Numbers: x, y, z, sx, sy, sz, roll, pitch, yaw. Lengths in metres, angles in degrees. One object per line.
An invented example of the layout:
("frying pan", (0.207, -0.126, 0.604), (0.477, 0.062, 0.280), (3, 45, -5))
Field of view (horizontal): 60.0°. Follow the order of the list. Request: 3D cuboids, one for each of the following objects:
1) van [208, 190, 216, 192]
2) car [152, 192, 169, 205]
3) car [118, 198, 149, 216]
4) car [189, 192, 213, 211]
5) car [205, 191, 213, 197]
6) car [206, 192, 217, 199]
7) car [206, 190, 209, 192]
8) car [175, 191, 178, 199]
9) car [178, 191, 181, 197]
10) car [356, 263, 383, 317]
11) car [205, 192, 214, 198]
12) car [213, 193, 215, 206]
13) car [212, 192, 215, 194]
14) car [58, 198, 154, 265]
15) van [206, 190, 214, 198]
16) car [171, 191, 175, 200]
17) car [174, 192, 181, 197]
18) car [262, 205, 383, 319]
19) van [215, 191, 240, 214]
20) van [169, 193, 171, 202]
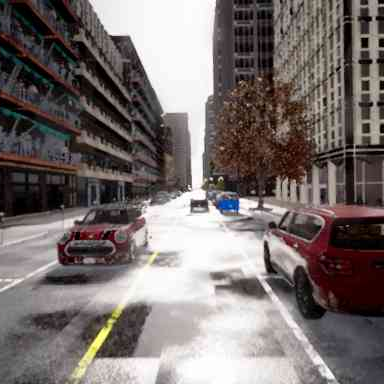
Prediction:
("van", (3.574, 0.734, 46.607), (1.690, 1.788, 3.998), (-1, 1, 1))
("car", (-4.799, 1.107, 46.766), (1.947, 1.339, 4.313), (-1, 1, 1))
("car", (-5.116, 1.301, 29.781), (1.947, 1.339, 4.313), (-1, 1, 1))
("car", (0.754, 1.070, 34.313), (2.128, 1.511, 4.902), (-1, 1, 1))
("car", (4.316, 0.570, 86.245), (2.008, 1.369, 4.403), (-1, 0, 1))
("car", (3.998, 0.722, 69.256), (2.008, 1.369, 4.403), (-1, 0, 1))
("car", (3.788, 0.858, 57.932), (1.802, 1.307, 4.206), (-1, 1, 1))
("car", (-4.383, 0.847, 69.243), (1.752, 1.417, 4.829), (-1, 1, 1))
("car", (-4.273, 0.820, 75.077), (2.008, 1.369, 4.403), (-1, 0, 1))
("car", (2.736, 1.483, 1.315), (2.008, 1.369, 4.403), (-1, 1, 1))
("car", (4.210, 0.614, 80.582), (1.887, 1.381, 4.507), (-1, 0, 1))
("car", (3.368, 1.103, 35.287), (1.802, 1.307, 4.206), (-1, 1, 1))
("car", (3.473, 1.038, 40.947), (1.802, 1.307, 4.206), (-1, 1, 1))
("car", (-2.776, 1.258, 11.330), (2.097, 1.767, 4.553), (-1, 1, 1))
("van", (4.101, 0.461, 74.917), (1.690, 1.788, 3.998), (-1, 0, 1))
("car", (-4.590, 0.976, 58.090), (2.008, 1.369, 4.403), (-1, 1, 1))
("car", (-3.960, 0.644, 91.895), (1.752, 1.417, 4.829), (-1, 0, 1))
("car", (2.838, 1.174, 6.972), (2.192, 1.841, 5.009), (-1, 1, 1))
("van", (3.259, 0.927, 29.621), (1.690, 1.788, 3.998), (-1, 1, 1))
("van", (-4.698, 0.823, 52.427), (1.690, 1.788, 3.998), (-1, 1, 1))
